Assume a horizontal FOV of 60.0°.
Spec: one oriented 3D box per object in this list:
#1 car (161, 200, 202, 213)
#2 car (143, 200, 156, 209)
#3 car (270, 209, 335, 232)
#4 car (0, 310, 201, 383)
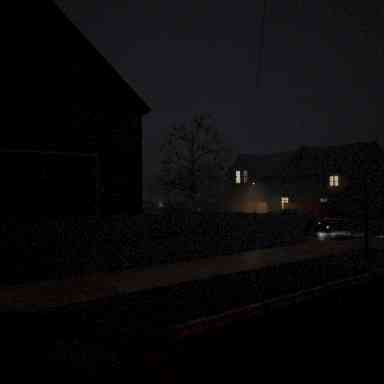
[{"bbox_3d":[-1.191,1.887,34.529,2.150,2.045,5.566,-1,-1,-35],"label":"car"},{"bbox_3d":[-7.291,2.192,48.099,2.150,2.045,5.566,-1,-1,-35],"label":"car"},{"bbox_3d":[6.967,1.881,23.031,2.033,1.411,5.357,-1,-1,-36],"label":"car"},{"bbox_3d":[-1.996,1.526,1.615,4.674,1.442,1.812,0,0,-35],"label":"car"}]
